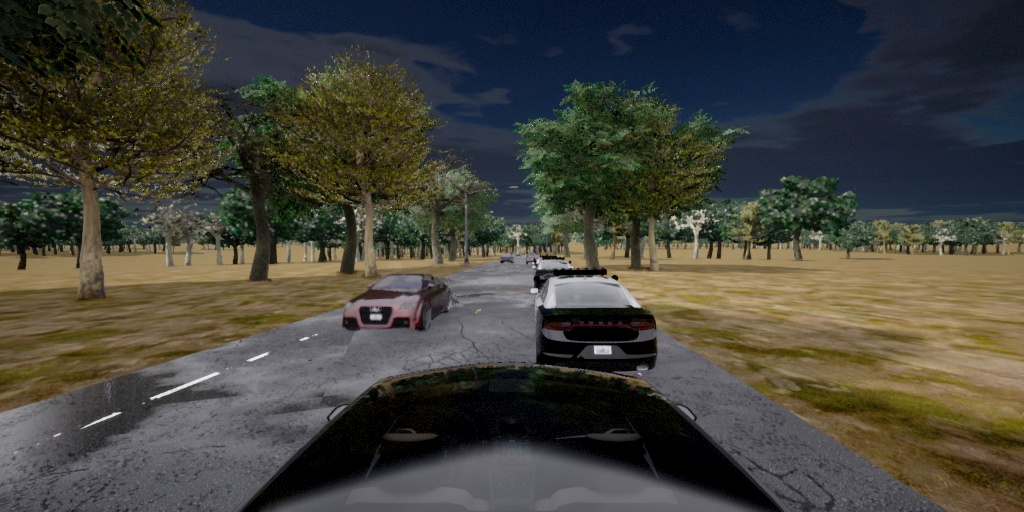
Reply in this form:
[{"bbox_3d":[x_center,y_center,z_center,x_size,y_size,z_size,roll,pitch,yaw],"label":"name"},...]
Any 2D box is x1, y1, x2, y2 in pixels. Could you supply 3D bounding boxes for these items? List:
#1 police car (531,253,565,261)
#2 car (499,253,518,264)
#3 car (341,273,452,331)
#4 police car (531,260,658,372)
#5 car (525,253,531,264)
[{"bbox_3d":[2.020,0.851,17.644,1.930,1.638,5.238,1,1,3],"label":"police car"},{"bbox_3d":[-0.710,0.440,51.687,2.033,1.411,5.357,0,1,3],"label":"car"},{"bbox_3d":[-3.063,1.197,10.353,1.994,1.385,4.181,0,1,4],"label":"car"},{"bbox_3d":[1.429,1.070,7.653,1.930,1.638,5.238,-1,1,3],"label":"police car"},{"bbox_3d":[2.894,0.433,50.510,2.033,1.411,5.357,0,1,3],"label":"car"}]
